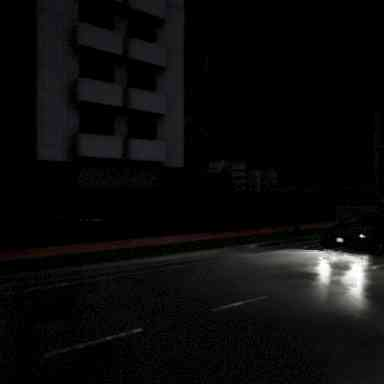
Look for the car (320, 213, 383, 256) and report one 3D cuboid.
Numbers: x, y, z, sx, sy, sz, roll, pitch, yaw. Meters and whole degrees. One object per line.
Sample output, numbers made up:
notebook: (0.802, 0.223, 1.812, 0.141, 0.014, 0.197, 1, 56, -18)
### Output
car: (7.015, 1.564, 13.258, 4.181, 1.385, 1.994, 0, 0, -35)
